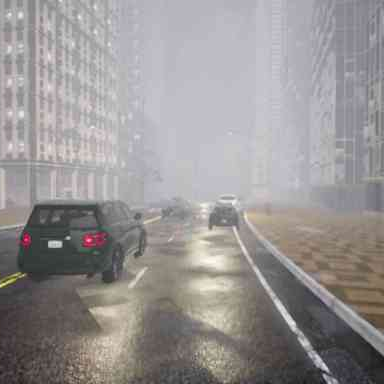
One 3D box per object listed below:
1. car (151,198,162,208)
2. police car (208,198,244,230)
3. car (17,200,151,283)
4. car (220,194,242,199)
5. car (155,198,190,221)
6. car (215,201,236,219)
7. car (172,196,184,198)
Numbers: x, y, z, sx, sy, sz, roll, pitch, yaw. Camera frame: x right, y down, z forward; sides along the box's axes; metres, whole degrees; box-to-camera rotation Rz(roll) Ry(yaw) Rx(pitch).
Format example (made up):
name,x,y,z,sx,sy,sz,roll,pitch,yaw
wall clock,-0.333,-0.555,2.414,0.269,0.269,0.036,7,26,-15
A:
name,x,y,z,sx,sy,sz,roll,pitch,yaw
car,-4.648,1.578,48.464,2.033,1.411,5.357,0,0,12
police car,2.067,1.464,21.495,1.930,1.638,5.238,0,0,6
car,-2.849,1.231,9.898,2.150,2.045,5.566,0,0,3
car,4.108,1.292,36.885,2.150,2.045,5.566,0,0,9
car,-1.285,1.526,28.010,2.128,1.511,4.902,0,0,7
car,3.212,1.582,31.070,1.812,1.442,4.674,0,0,8
car,-2.017,1.394,45.039,2.097,1.767,4.553,0,0,11
